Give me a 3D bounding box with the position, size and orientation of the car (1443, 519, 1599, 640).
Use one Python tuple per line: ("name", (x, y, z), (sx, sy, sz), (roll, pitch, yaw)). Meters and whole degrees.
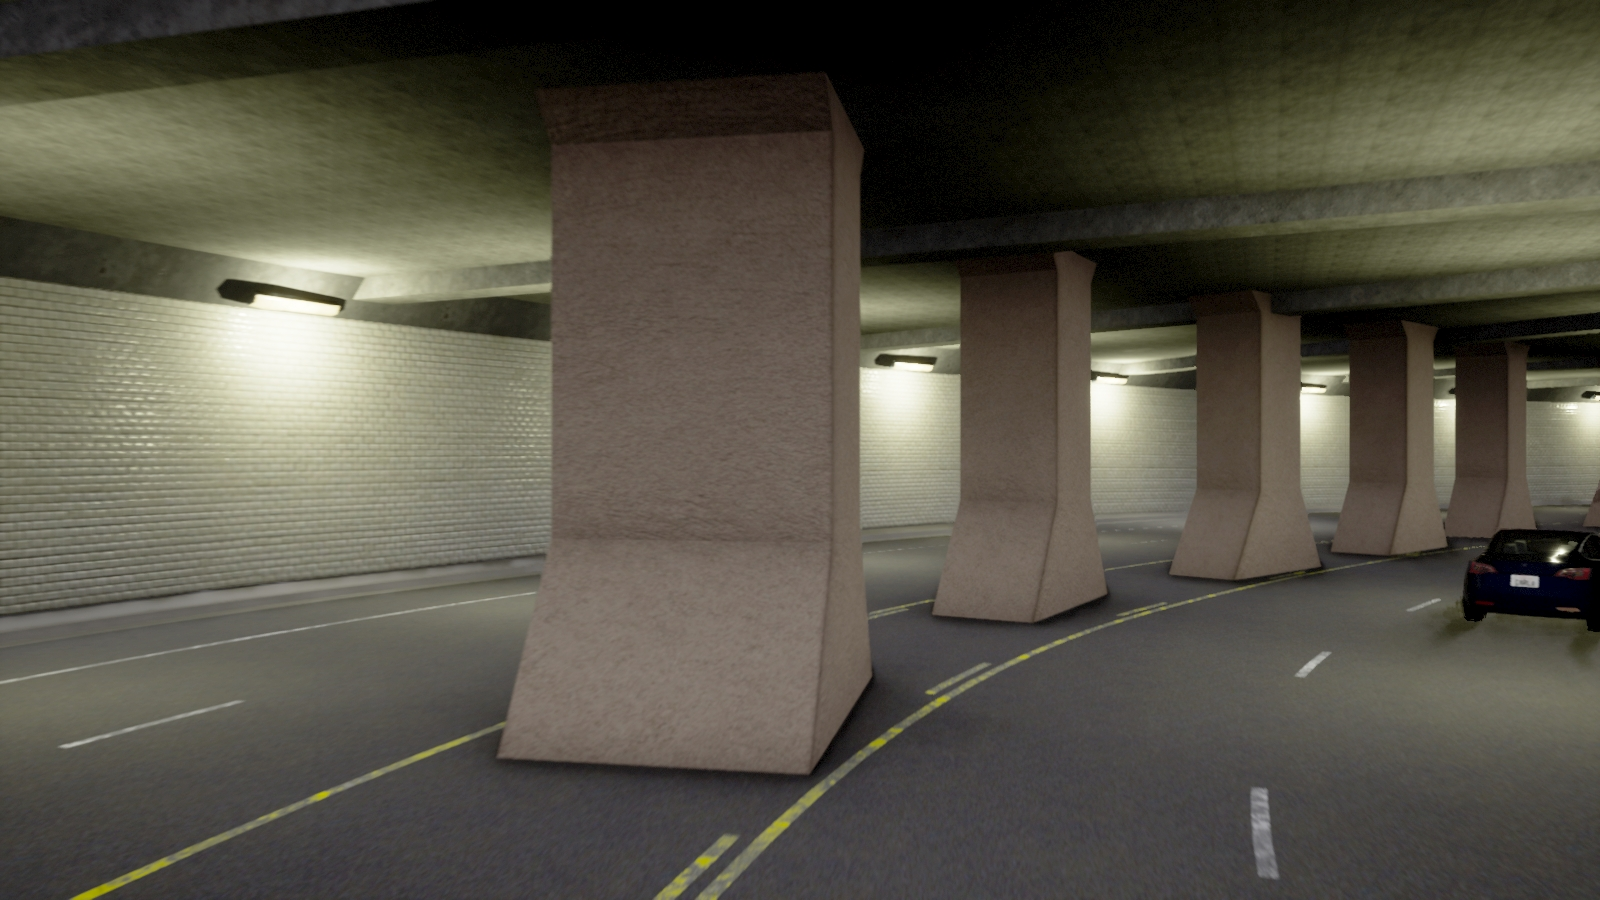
("car", (12.660, 2.068, 19.379), (2.163, 1.488, 4.792), (0, 0, 41))
